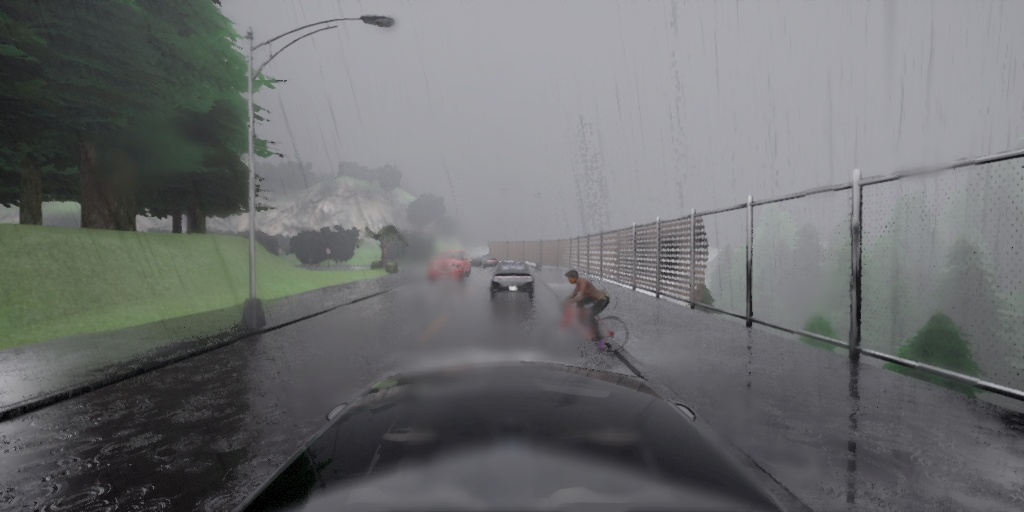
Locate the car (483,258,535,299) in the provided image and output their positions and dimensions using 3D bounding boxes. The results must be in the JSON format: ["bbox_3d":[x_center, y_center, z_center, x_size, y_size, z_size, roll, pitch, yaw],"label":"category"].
[{"bbox_3d":[0.029,1.020,16.545,2.128,1.511,4.902,0,1,0],"label":"car"}]

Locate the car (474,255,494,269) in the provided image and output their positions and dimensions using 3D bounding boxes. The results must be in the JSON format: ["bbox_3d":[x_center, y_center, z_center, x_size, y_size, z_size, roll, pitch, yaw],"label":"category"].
[{"bbox_3d":[-3.410,0.659,40.829,2.128,1.511,4.902,0,1,-36],"label":"car"}]

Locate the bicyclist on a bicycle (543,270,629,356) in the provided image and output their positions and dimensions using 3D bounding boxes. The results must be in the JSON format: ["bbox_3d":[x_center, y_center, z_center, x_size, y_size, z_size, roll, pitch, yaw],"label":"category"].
[{"bbox_3d":[1.378,1.074,6.858,1.656,1.620,0.582,-5,1,0],"label":"bicyclist on a bicycle"}]

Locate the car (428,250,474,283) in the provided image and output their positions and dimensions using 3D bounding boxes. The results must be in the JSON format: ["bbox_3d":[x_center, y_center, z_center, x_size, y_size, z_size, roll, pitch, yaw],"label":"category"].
[{"bbox_3d":[-4.117,0.623,24.501,2.150,2.045,5.566,0,1,0],"label":"car"}]
